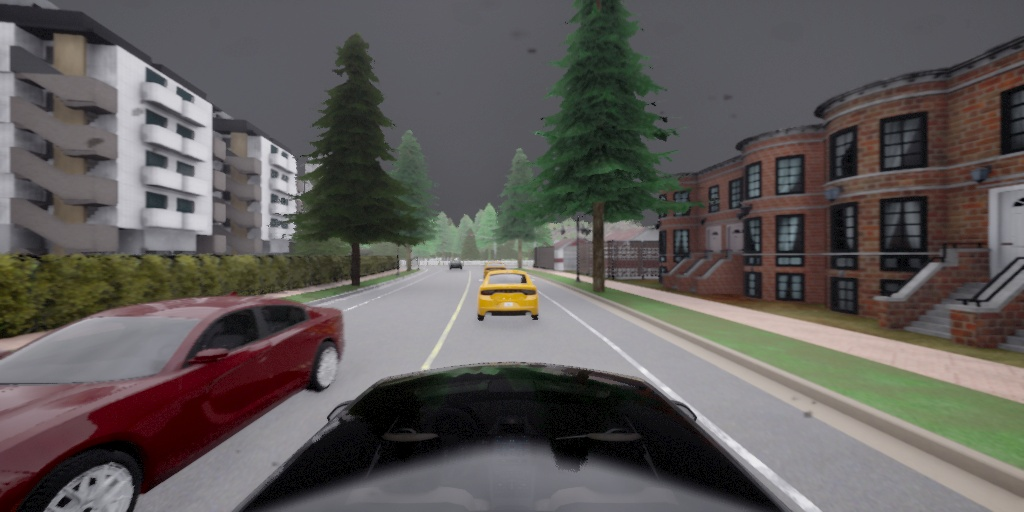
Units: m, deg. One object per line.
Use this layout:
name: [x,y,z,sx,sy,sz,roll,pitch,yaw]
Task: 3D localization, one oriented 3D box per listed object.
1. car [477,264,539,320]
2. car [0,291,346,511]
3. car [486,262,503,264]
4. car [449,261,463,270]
car: [-0.177,1.228,12.684,1.882,1.535,5.008,0,0,-2]
car: [-3.665,1.233,3.905,1.882,1.535,5.008,0,0,-1]
car: [-1.514,1.229,30.883,1.882,1.535,5.008,0,0,-6]
car: [-8.112,1.361,51.775,1.895,1.301,4.718,0,0,-10]
